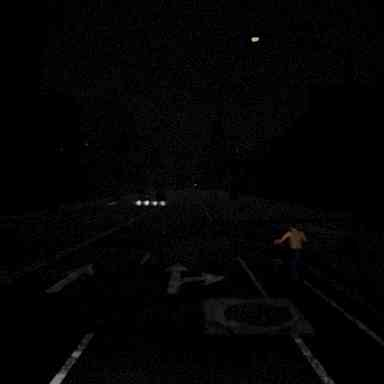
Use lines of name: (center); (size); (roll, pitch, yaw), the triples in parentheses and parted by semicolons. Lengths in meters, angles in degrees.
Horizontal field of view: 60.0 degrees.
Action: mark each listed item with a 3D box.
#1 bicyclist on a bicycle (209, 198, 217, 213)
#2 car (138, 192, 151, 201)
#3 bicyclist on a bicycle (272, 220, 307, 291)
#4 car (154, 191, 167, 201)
bicyclist on a bicycle: (2.294, 1.471, 36.370); (0.866, 1.612, 1.509); (0, 0, 0)
car: (-9.670, 0.872, 67.884); (2.097, 1.767, 4.553); (0, 1, 0)
bicyclist on a bicycle: (2.456, 1.476, 8.143); (0.866, 1.612, 1.509); (0, 0, 0)
car: (-6.420, 0.861, 67.820); (2.150, 2.045, 5.566); (0, 1, 0)
